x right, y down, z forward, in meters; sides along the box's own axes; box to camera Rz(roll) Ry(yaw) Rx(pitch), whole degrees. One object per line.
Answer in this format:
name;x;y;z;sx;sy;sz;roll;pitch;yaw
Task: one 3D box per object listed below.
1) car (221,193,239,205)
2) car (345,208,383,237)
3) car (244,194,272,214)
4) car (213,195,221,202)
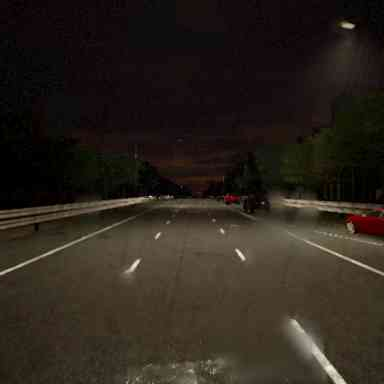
car;6.995;1.238;58.927;2.150;2.045;5.566;0;0;0
car;9.599;1.502;16.094;1.882;1.535;5.008;0;0;-13
car;7.070;1.229;36.100;2.150;2.045;5.566;0;0;-2
car;7.067;1.640;83.544;1.837;1.490;4.892;0;-1;0
